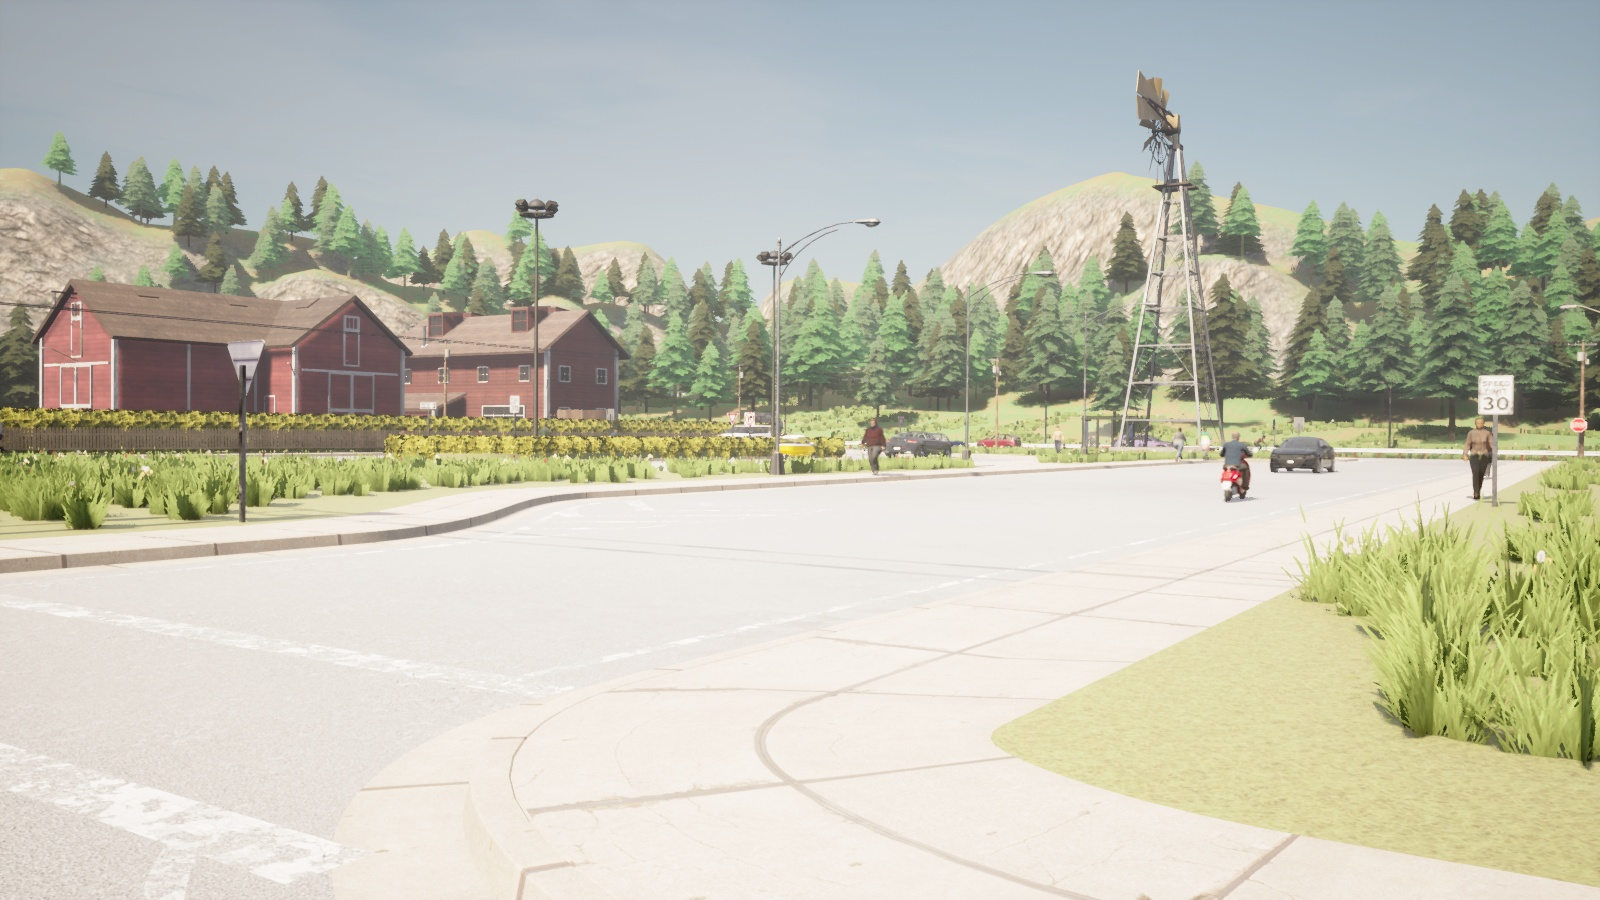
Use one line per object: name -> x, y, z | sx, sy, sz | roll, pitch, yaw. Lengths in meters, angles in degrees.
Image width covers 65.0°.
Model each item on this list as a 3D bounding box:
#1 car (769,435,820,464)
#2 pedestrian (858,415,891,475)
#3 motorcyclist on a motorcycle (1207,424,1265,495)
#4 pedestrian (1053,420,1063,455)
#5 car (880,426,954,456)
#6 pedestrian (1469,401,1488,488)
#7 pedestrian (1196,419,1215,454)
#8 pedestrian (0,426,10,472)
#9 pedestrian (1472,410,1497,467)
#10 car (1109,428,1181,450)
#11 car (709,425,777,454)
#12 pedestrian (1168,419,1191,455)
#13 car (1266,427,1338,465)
car -> -0.243, -0.043, 60.923 | 1.481, 1.376, 2.207 | 0, 1, 33
pedestrian -> 2.308, -0.166, 38.920 | 0.634, 1.844, 0.899 | 0, 1, 32
motorcyclist on a motorcycle -> 10.069, 0.198, 28.962 | 0.866, 1.590, 1.817 | 0, 1, 33
pedestrian -> 13.787, -0.658, 67.157 | 0.345, 1.836, 0.594 | 0, 1, 28
car -> 6.724, -0.529, 71.622 | 2.152, 1.651, 5.027 | 0, 1, 33
pedestrian -> 14.562, -0.113, 26.952 | 0.331, 1.846, 0.634 | 0, 1, 27
pedestrian -> 22.626, -0.775, 70.053 | 0.659, 1.952, 0.873 | 0, 1, 44
pedestrian -> -34.236, -0.035, 53.564 | 0.423, 1.949, 0.788 | 0, 1, 26
pedestrian -> 22.595, -0.384, 41.436 | 0.634, 1.844, 0.899 | 0, 1, 34
car -> 26.090, -0.873, 94.955 | 4.856, 1.649, 2.033 | 1, 1, 34
car -> -4.133, -0.779, 92.782 | 2.150, 2.045, 5.566 | 0, 1, 33
pedestrian -> 19.982, -0.697, 66.105 | 0.874, 1.855, 0.900 | 0, 1, 40
car -> 21.022, -0.198, 52.483 | 1.882, 1.535, 5.008 | 0, 1, 33
